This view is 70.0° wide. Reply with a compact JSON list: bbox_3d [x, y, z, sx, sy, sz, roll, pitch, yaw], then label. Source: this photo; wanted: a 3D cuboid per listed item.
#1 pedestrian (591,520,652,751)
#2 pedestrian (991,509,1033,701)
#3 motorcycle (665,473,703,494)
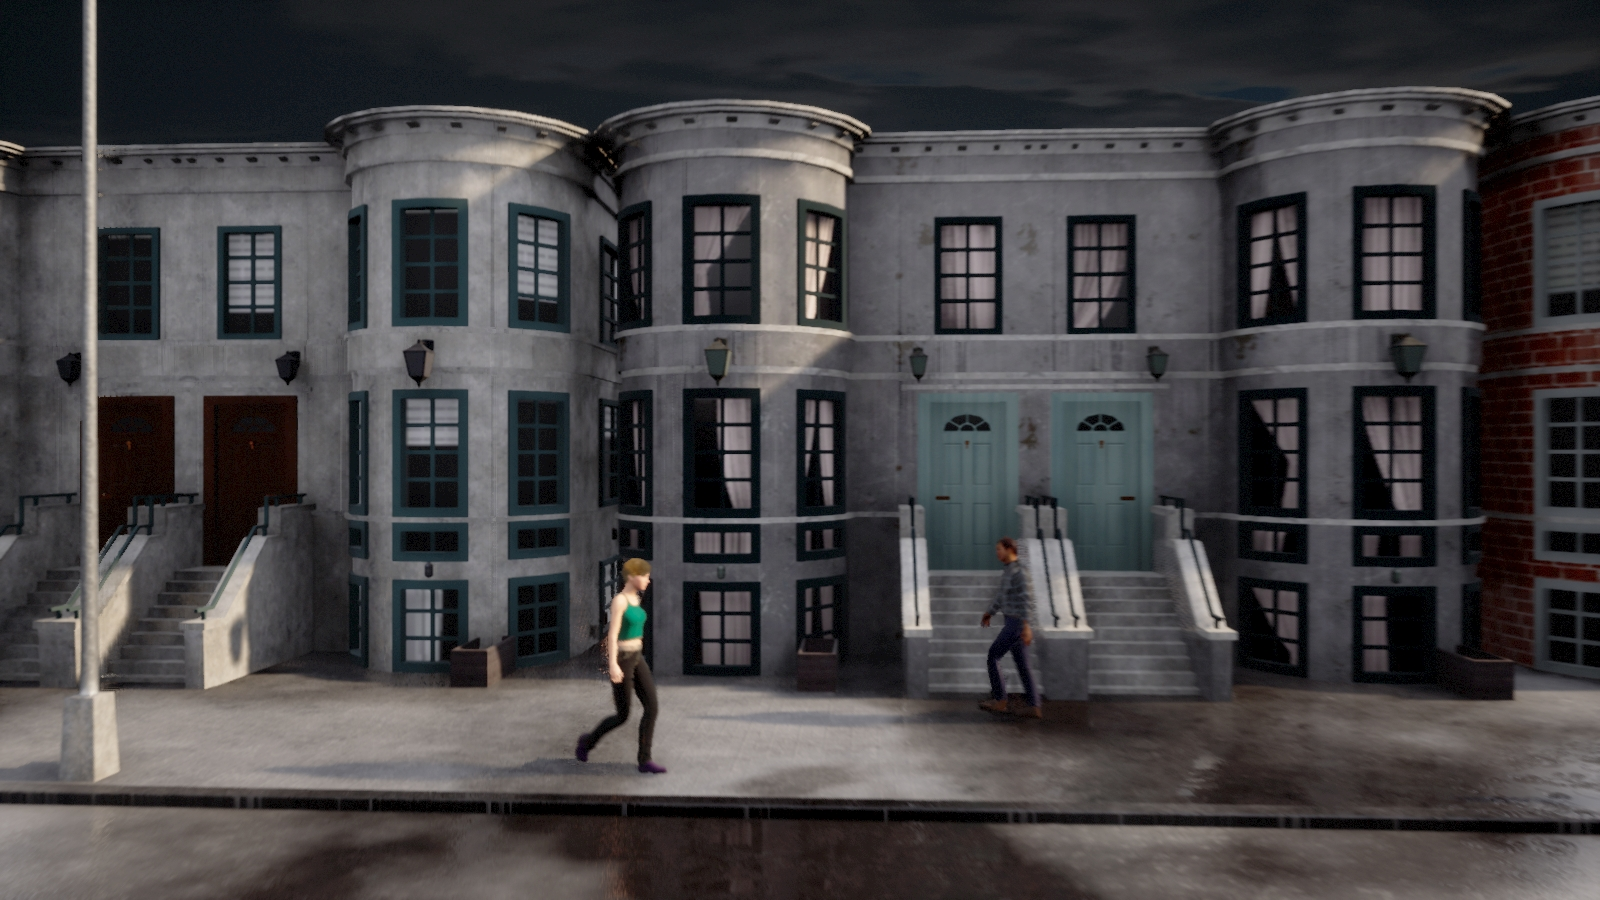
[{"bbox_3d":[-1.495,1.532,9.596,0.375,1.860,0.375,0,0,19],"label":"pedestrian"},{"bbox_3d":[2.113,1.532,11.419,0.375,1.860,0.375,0,0,5],"label":"pedestrian"},{"bbox_3d":[-7.077,2.035,69.809,2.209,1.251,0.867,0,-1,0],"label":"motorcycle"}]
